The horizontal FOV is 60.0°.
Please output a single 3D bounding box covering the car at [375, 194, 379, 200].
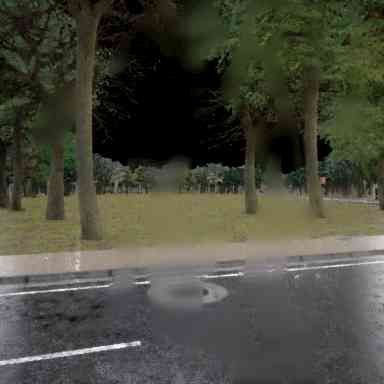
[{"bbox_3d":[45.225,1.253,80.036,1.994,1.385,4.181,0,0,5],"label":"car"}]
